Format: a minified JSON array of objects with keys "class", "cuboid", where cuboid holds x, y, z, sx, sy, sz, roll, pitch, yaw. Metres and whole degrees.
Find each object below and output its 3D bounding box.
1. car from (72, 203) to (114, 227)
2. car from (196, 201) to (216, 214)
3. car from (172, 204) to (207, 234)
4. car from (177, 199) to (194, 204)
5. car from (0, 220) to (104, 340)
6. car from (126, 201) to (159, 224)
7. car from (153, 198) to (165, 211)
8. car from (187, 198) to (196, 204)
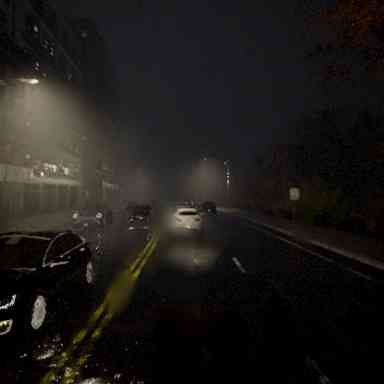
[{"class":"car","cuboid":[-7.115,1.603,24.244,2.097,1.767,4.553,0,-1,-2]},{"class":"car","cuboid":[1.925,1.918,41.857,1.837,1.490,4.892,0,0,-3]},{"class":"car","cuboid":[-0.287,1.735,20.682,1.812,1.442,4.674,0,-1,-2]},{"class":"car","cuboid":[-1.096,1.909,38.524,1.812,1.442,4.674,0,-1,-3]},{"class":"car","cuboid":[-3.429,1.578,6.905,1.837,1.490,4.892,0,0,-1]},{"class":"car","cuboid":[-3.986,1.784,27.379,1.837,1.490,4.892,0,-1,-2]},{"class":"car","cuboid":[-5.115,1.843,48.908,2.097,1.767,4.553,0,-1,-4]},{"class":"car","cuboid":[0.506,2.192,60.726,1.895,1.301,4.718,0,-1,-5]}]
